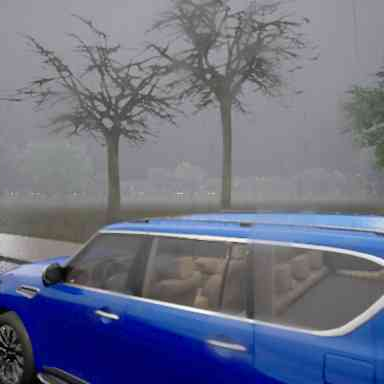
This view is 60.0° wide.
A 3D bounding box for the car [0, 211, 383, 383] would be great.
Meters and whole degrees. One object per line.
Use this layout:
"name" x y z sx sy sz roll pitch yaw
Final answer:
"car" -0.029 1.236 3.583 5.566 2.045 2.150 -1 0 35
